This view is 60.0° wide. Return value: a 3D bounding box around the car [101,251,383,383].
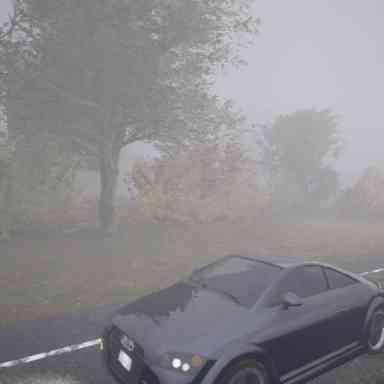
[{"bbox_3d":[0.932,1.588,4.620,4.181,1.385,1.994,1,0,-35],"label":"car"}]
